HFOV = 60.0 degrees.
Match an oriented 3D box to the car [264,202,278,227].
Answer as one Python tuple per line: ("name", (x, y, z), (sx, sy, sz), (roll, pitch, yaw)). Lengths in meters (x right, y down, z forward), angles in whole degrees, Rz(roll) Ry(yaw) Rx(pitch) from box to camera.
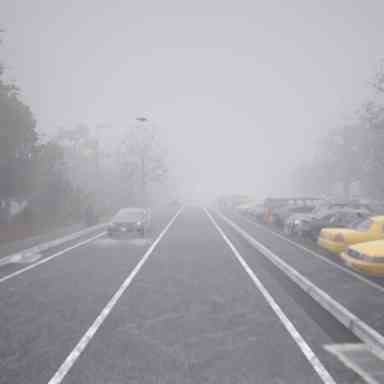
("car", (7.042, 1.532, 19.615), (4.792, 1.488, 2.163), (0, 0, 0))

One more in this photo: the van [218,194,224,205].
("van", (7.141, 1.411, 55.707), (4.442, 1.987, 1.878), (0, 0, 0))

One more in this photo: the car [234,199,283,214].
("car", (7.132, 1.566, 36.272), (4.892, 1.521, 2.231), (0, 0, 0))

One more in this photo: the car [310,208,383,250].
("car", (7.142, 1.490, 11.294), (5.366, 1.575, 1.946), (0, 0, 0))

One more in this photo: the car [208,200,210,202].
("car", (7.437, 1.930, 86.222), (5.566, 2.045, 2.435), (0, -1, 0))

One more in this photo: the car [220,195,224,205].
("car", (7.215, 1.616, 50.153), (5.008, 1.535, 2.097), (0, 0, 0))

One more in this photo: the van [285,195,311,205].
("van", (20.276, 1.508, 63.767), (4.442, 1.987, 1.878), (0, -1, 0))

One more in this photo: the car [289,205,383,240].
("car", (6.969, 1.492, 14.063), (4.892, 1.521, 2.231), (0, 0, 0))

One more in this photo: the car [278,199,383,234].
("car", (7.025, 1.369, 16.842), (4.553, 1.767, 2.185), (0, 0, 0))

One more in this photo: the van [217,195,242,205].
("van", (7.198, 1.516, 64.018), (4.442, 1.987, 1.878), (0, -1, 0))

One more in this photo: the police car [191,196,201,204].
("police car", (1.347, 2.080, 83.984), (1.930, 1.638, 5.238), (0, -1, 0))

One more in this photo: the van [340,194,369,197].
("van", (20.360, 1.354, 41.747), (4.442, 1.987, 1.878), (0, 0, 0))

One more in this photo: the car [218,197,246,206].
("car", (7.325, 1.716, 61.230), (4.792, 1.488, 2.163), (0, -1, 0))

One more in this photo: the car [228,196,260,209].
("car", (7.138, 1.576, 39.048), (4.892, 1.521, 2.231), (0, 0, 0))

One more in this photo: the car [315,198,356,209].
("car", (20.274, 1.600, 47.162), (5.008, 1.535, 2.097), (0, 0, 0))

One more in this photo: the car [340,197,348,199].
("car", (20.227, 1.610, 38.976), (4.674, 1.452, 2.002), (0, 0, 0))

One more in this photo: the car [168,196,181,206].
("car", (-3.061, 1.597, 60.210), (2.097, 1.767, 4.553), (0, -1, 1))

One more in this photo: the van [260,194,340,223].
("van", (7.148, 1.287, 22.392), (4.442, 1.987, 1.878), (0, 0, 0))

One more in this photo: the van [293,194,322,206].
("van", (20.240, 1.416, 58.376), (4.442, 1.987, 1.878), (0, -1, 0))

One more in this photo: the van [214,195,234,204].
("van", (7.525, 1.790, 77.894), (4.442, 1.987, 1.878), (0, -1, 0))

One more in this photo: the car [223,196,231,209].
("car", (6.978, 1.582, 41.826), (5.366, 1.575, 1.946), (0, 0, 0))

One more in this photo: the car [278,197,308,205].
("car", (20.227, 1.785, 66.531), (5.366, 1.575, 1.946), (0, -1, 0))

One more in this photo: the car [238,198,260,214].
("car", (7.059, 1.573, 30.720), (4.792, 1.488, 2.163), (0, 0, 0))

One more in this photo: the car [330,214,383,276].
("car", (6.753, 1.497, 8.644), (5.366, 1.575, 1.946), (0, 0, 0))

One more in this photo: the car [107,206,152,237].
("car", (-3.319, 1.545, 18.449), (1.812, 1.442, 4.674), (0, 0, 0))

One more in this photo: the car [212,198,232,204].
("car", (7.476, 2.156, 83.440), (4.792, 1.488, 2.163), (0, -1, 0))

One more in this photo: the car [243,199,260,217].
("car", (7.040, 1.563, 27.944), (4.792, 1.488, 2.163), (0, 0, 0))

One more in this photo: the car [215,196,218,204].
("car", (7.305, 1.396, 58.482), (5.566, 2.045, 2.435), (0, 0, 0))

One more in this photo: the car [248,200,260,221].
("car", (7.021, 1.553, 25.168), (4.792, 1.488, 2.163), (0, 0, 0))

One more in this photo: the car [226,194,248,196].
("car", (7.151, 1.470, 44.601), (4.553, 1.767, 2.185), (0, 0, 0))

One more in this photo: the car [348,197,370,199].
("car", (20.199, 1.559, 36.081), (5.008, 1.535, 2.097), (0, 0, 0))

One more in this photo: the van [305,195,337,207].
("van", (20.435, 1.396, 52.827), (4.442, 1.987, 1.878), (0, 0, 0))

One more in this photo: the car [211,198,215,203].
("car", (7.395, 1.961, 75.115), (5.008, 1.535, 2.097), (0, -1, 0))

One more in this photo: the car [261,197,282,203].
("car", (20.537, 2.173, 85.919), (4.892, 1.521, 2.231), (0, -1, 0))

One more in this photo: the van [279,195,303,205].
("van", (20.547, 1.617, 69.304), (4.442, 1.987, 1.878), (0, -1, 0))

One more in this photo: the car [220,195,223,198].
("car", (7.242, 1.666, 52.929), (4.674, 1.452, 2.002), (0, 0, 0))

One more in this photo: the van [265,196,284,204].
("van", (20.641, 1.891, 83.152), (4.442, 1.987, 1.878), (0, -1, 0))

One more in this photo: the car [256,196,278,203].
("car", (20.609, 2.038, 91.459), (5.566, 2.045, 2.435), (0, -2, 0))

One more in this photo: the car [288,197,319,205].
("car", (20.379, 1.678, 60.992), (5.008, 1.535, 2.097), (0, -1, 0))

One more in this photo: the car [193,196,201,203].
("car", (1.409, 2.119, 93.926), (2.150, 2.045, 5.566), (0, -2, 0))

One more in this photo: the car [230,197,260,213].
("car", (6.922, 1.551, 33.498), (5.366, 1.575, 1.946), (0, 0, 0))

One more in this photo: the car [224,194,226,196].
("car", (7.170, 1.480, 47.377), (4.553, 1.767, 2.185), (0, 0, 0))

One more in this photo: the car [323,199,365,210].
("car", (20.259, 1.630, 44.391), (4.674, 1.452, 2.002), (0, 0, 0))

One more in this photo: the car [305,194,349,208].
("car", (20.271, 1.360, 50.058), (5.566, 2.045, 2.435), (0, 0, 0))

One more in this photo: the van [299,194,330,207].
("van", (20.453, 1.405, 55.472), (4.442, 1.987, 1.878), (0, 0, 0))
